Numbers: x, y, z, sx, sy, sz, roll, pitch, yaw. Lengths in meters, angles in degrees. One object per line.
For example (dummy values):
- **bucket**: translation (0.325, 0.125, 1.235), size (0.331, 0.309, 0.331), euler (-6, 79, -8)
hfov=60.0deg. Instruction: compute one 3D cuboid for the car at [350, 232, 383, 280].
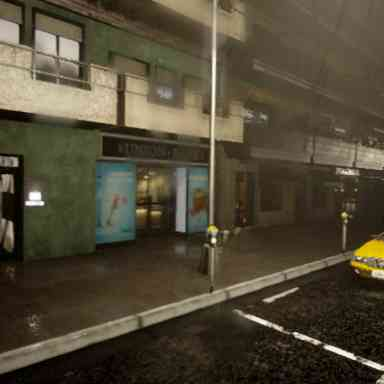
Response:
- **car**: translation (5.712, 1.377, 8.519), size (4.829, 1.417, 1.752), euler (0, 2, -42)
